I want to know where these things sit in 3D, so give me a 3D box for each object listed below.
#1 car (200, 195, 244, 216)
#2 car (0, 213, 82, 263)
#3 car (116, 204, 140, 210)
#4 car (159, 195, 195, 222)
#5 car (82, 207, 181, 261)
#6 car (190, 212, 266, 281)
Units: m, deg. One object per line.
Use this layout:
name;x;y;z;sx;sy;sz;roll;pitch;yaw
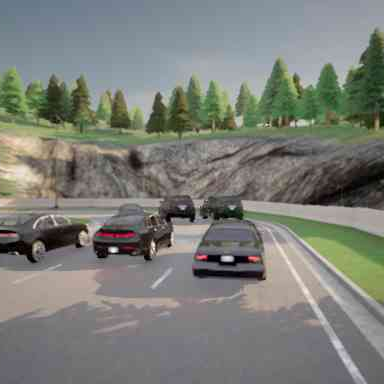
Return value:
car;2.256;1.243;26.108;2.150;2.045;5.566;0;0;-12
car;-5.518;1.499;12.110;2.128;1.511;4.902;0;0;10
car;-4.626;1.567;24.789;2.033;1.411;5.357;0;0;-13
car;-1.283;1.243;25.980;2.150;2.045;5.566;0;0;-13
car;-1.932;1.512;12.307;1.837;1.490;4.892;0;-1;10
car;1.216;1.555;9.971;2.033;1.411;5.357;0;0;10
